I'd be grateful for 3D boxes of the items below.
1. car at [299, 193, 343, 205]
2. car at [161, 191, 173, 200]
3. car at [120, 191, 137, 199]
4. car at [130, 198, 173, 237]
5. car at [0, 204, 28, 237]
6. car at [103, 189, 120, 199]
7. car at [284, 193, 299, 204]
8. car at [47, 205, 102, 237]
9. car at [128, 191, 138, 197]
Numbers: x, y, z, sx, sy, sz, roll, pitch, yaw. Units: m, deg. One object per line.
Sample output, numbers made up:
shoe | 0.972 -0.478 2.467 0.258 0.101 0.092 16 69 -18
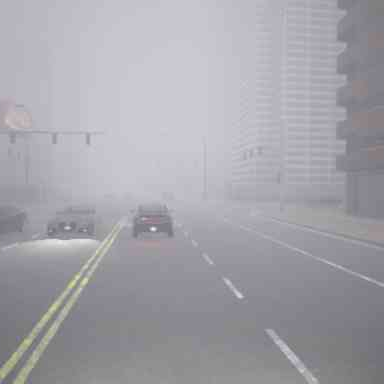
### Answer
car | 16.726 1.063 42.847 4.718 1.301 1.895 0 1 -8
car | -4.747 0.506 62.908 2.097 1.767 4.553 0 1 -8
car | -12.111 0.670 64.201 2.033 1.411 5.357 0 1 -7
car | -1.972 1.282 16.484 1.837 1.490 4.892 0 1 -8
car | -8.951 1.264 14.739 1.882 1.535 5.008 0 0 -7
car | -15.580 0.686 63.696 1.994 1.385 4.181 0 1 -7
car | 15.085 0.893 46.146 5.008 1.535 1.882 0 1 -8
car | -5.627 1.337 16.339 1.994 1.385 4.181 0 1 -7
car | -14.167 0.441 79.508 2.128 1.511 4.902 0 1 -8
